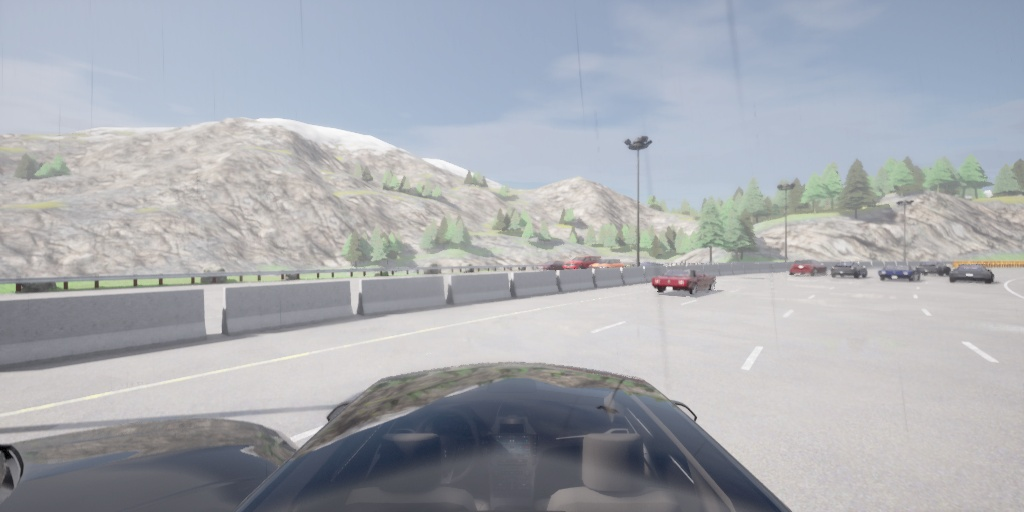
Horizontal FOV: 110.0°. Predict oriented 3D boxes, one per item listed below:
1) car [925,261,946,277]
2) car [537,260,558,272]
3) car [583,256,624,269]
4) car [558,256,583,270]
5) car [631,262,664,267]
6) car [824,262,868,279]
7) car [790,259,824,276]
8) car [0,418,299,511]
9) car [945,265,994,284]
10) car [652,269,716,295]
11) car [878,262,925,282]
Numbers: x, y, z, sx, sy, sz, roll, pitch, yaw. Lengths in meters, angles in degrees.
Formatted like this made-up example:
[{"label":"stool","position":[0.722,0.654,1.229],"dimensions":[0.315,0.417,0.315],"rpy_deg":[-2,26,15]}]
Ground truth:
[{"label":"car","position":[43.324,1.294,36.882],"dimensions":[4.902,1.511,2.128],"rpy_deg":[0,0,-31]},{"label":"car","position":[5.118,1.275,44.234],"dimensions":[4.674,1.442,1.812],"rpy_deg":[0,0,-40]},{"label":"car","position":[10.359,1.109,39.494],"dimensions":[4.553,1.767,2.097],"rpy_deg":[0,0,-40]},{"label":"car","position":[8.489,0.978,42.515],"dimensions":[5.566,2.045,2.150],"rpy_deg":[0,0,-39]},{"label":"car","position":[14.342,1.311,38.266],"dimensions":[5.357,1.411,2.033],"rpy_deg":[0,0,-39]},{"label":"car","position":[31.385,1.278,33.364],"dimensions":[4.902,1.511,2.128],"rpy_deg":[0,0,-35]},{"label":"car","position":[30.937,1.140,37.315],"dimensions":[4.553,1.767,2.097],"rpy_deg":[0,0,-33]},{"label":"car","position":[-2.984,1.249,0.567],"dimensions":[4.892,1.490,1.837],"rpy_deg":[0,0,-45]},{"label":"car","position":[35.318,1.357,27.573],"dimensions":[4.181,1.385,1.994],"rpy_deg":[0,0,-36]},{"label":"car","position":[9.621,1.360,19.826],"dimensions":[4.718,1.301,1.895],"rpy_deg":[0,0,-44]},{"label":"car","position":[32.018,1.389,29.548],"dimensions":[4.718,1.301,1.895],"rpy_deg":[0,0,-35]}]
